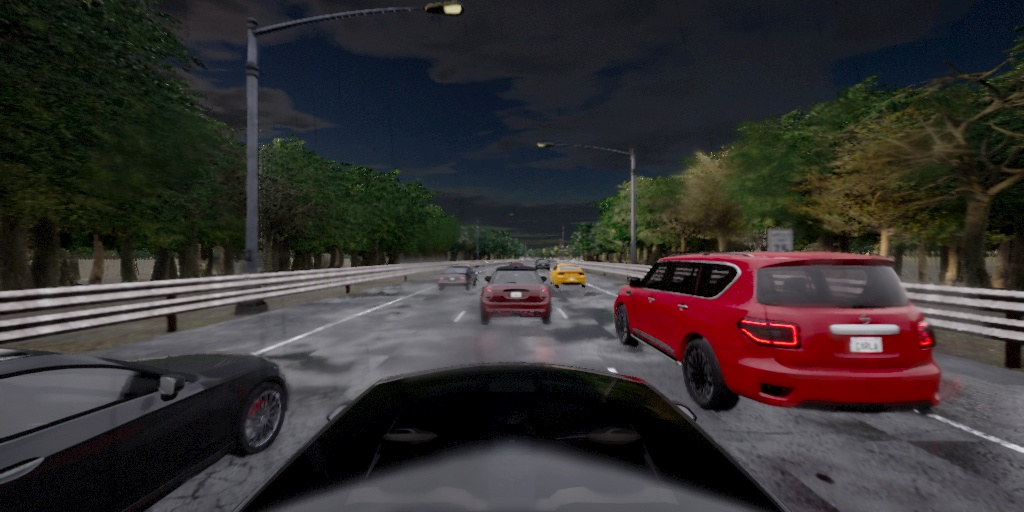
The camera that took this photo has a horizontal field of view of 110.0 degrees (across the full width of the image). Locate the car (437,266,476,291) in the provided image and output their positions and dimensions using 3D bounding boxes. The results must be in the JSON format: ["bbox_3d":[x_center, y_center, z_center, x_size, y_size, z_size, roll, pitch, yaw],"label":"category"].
[{"bbox_3d":[-3.264,1.321,22.314,2.033,1.411,5.357,0,0,1],"label":"car"}]

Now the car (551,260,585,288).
[{"bbox_3d":[3.669,1.256,24.205,1.882,1.535,5.008,0,0,1],"label":"car"}]

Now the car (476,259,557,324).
[{"bbox_3d":[0.131,1.108,12.182,2.097,1.767,4.553,0,0,0],"label":"car"}]

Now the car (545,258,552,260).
[{"bbox_3d":[4.647,1.263,54.003,2.097,1.767,4.553,0,0,3],"label":"car"}]

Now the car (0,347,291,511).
[{"bbox_3d":[-3.413,1.276,2.109,1.812,1.442,4.674,0,0,0],"label":"car"}]

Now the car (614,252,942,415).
[{"bbox_3d":[3.504,0.970,6.224,2.150,2.045,5.566,0,0,0],"label":"car"}]

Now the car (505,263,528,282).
[{"bbox_3d":[0.405,1.321,30.467,1.812,1.442,4.674,0,0,1],"label":"car"}]
